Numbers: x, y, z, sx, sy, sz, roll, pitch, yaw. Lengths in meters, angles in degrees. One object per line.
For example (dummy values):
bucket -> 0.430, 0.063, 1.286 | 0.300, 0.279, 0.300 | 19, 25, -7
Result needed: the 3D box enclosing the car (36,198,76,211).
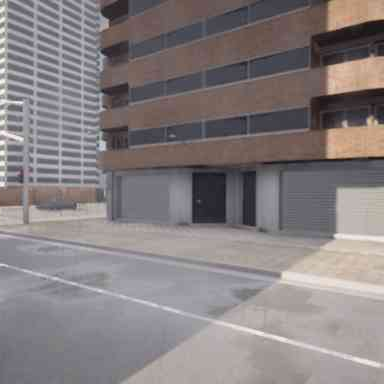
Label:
car -> -14.904, 1.361, 36.628 | 1.994, 1.385, 4.181 | 0, 0, 35
